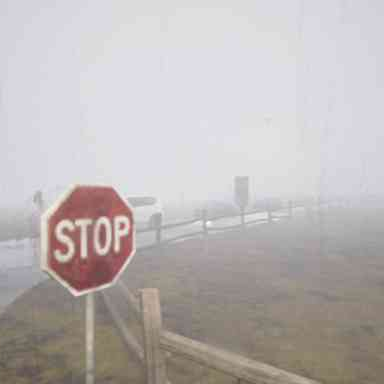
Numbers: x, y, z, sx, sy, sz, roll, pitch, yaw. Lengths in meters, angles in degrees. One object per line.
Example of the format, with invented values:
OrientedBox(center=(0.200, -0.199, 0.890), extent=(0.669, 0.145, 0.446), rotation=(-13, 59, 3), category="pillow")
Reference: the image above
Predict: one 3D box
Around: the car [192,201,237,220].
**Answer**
OrientedBox(center=(1.833, 1.386, 26.278), extent=(1.994, 1.385, 4.181), rotation=(0, 1, 36), category="car")

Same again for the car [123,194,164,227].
OrientedBox(center=(-3.888, 1.184, 18.542), extent=(2.150, 2.045, 5.566), rotation=(0, 1, 36), category="car")

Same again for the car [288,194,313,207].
OrientedBox(center=(13.862, 1.002, 42.370), extent=(1.882, 1.535, 5.008), rotation=(0, 1, 37), category="car")

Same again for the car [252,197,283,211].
OrientedBox(center=(7.832, 1.238, 34.329), extent=(1.994, 1.385, 4.181), rotation=(0, 1, 37), category="car")
